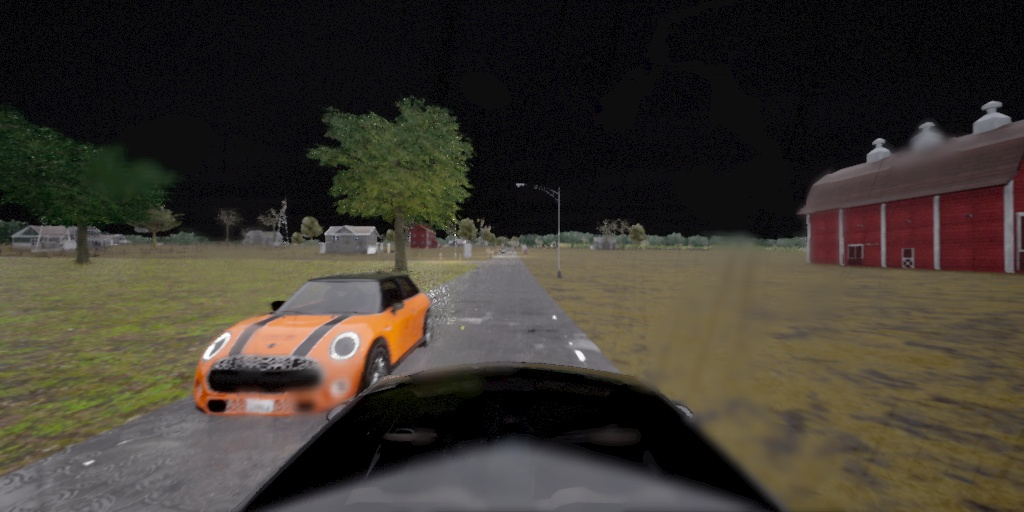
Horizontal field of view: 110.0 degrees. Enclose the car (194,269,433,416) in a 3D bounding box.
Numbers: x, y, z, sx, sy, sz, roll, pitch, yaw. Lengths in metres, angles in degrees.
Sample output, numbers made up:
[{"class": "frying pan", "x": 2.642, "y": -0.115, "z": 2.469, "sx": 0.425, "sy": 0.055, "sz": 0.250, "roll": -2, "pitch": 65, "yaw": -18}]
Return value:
[{"class": "car", "x": -2.849, "y": 1.111, "z": 6.305, "sx": 2.097, "sy": 1.767, "sz": 4.553, "roll": 0, "pitch": 0, "yaw": 0}]
